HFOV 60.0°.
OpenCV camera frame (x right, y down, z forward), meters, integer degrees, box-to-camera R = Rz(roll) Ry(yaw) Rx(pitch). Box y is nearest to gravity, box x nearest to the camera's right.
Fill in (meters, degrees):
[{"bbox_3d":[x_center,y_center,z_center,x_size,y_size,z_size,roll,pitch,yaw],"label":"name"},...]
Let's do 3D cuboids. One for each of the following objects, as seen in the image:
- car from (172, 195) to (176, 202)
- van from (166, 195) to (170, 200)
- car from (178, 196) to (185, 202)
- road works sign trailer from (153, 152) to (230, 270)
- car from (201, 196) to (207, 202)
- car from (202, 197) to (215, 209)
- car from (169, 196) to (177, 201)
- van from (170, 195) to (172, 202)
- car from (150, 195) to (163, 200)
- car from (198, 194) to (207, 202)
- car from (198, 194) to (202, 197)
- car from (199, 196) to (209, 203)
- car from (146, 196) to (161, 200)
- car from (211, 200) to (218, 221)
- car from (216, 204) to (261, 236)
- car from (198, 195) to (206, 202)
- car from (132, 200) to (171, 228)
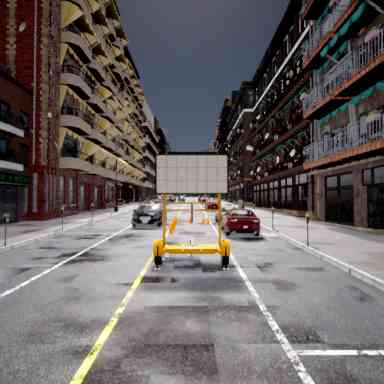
[{"bbox_3d":[-5.219,1.501,73.729,2.192,1.841,5.009,1,0,0],"label":"car"},{"bbox_3d":[-5.235,1.459,57.136,1.690,1.788,3.998,2,0,0],"label":"van"},{"bbox_3d":[-2.667,1.725,84.184,2.128,1.511,4.902,0,0,0],"label":"car"},{"bbox_3d":[0.000,0.474,11.043,2.380,3.560,2.880,0,0,0],"label":"road works sign trailer"},{"bbox_3d":[2.628,1.634,46.006,2.008,1.369,4.403,1,0,0],"label":"car"},{"bbox_3d":[2.623,1.614,40.474,1.887,1.381,4.507,1,0,0],"label":"car"},{"bbox_3d":[-5.209,1.830,90.320,1.947,1.339,4.313,1,0,0],"label":"car"},{"bbox_3d":[-5.230,1.481,62.668,1.690,1.788,3.998,1,0,0],"label":"van"},{"bbox_3d":[-5.245,1.399,46.078,2.192,1.841,5.009,2,0,0],"label":"car"},{"bbox_3d":[2.638,1.551,84.722,2.192,1.841,5.009,1,0,0],"label":"car"},{"bbox_3d":[2.651,1.706,68.128,1.887,1.381,4.507,1,0,0],"label":"car"},{"bbox_3d":[2.666,1.626,73.660,1.967,1.590,4.097,1,0,0],"label":"car"},{"bbox_3d":[-5.256,1.594,40.376,1.752,1.417,4.829,2,0,0],"label":"car"},{"bbox_3d":[2.608,1.555,24.054,1.752,1.417,4.829,1,0,0],"label":"car"},{"bbox_3d":[2.602,1.565,18.352,1.887,1.381,4.507,1,0,0],"label":"car"},{"bbox_3d":[2.645,1.684,62.598,1.887,1.381,4.507,1,0,0],"label":"car"},{"bbox_3d":[-2.828,1.518,22.477,2.128,1.511,4.902,0,0,0],"label":"car"}]
